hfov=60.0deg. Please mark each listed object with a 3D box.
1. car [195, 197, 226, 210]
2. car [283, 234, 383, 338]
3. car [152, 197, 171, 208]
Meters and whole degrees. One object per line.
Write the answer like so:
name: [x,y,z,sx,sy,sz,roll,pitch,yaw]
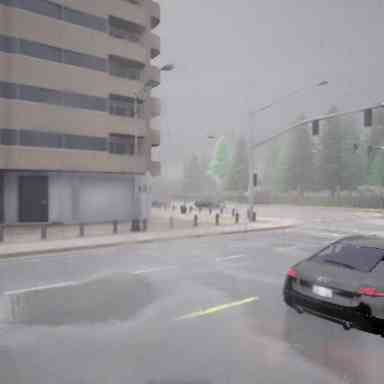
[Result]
car: [2.342,1.428,42.760,2.128,1.511,4.902,0,0,-36]
car: [3.708,1.534,6.435,4.181,1.385,1.994,0,0,-35]
car: [-4.771,1.431,46.641,1.882,1.535,5.008,0,0,-36]
